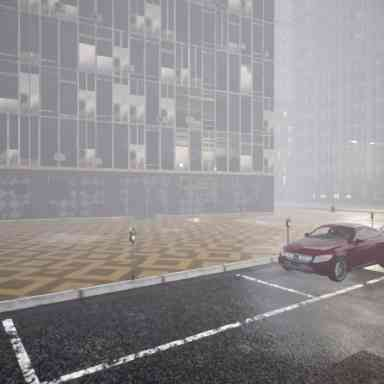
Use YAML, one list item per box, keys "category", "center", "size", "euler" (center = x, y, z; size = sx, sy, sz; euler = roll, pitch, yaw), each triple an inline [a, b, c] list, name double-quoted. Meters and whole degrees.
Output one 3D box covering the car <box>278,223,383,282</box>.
- category: "car"
  center: [4.325, 1.579, 9.657]
  size: [4.206, 1.307, 1.802]
  euler: [0, 0, -36]
